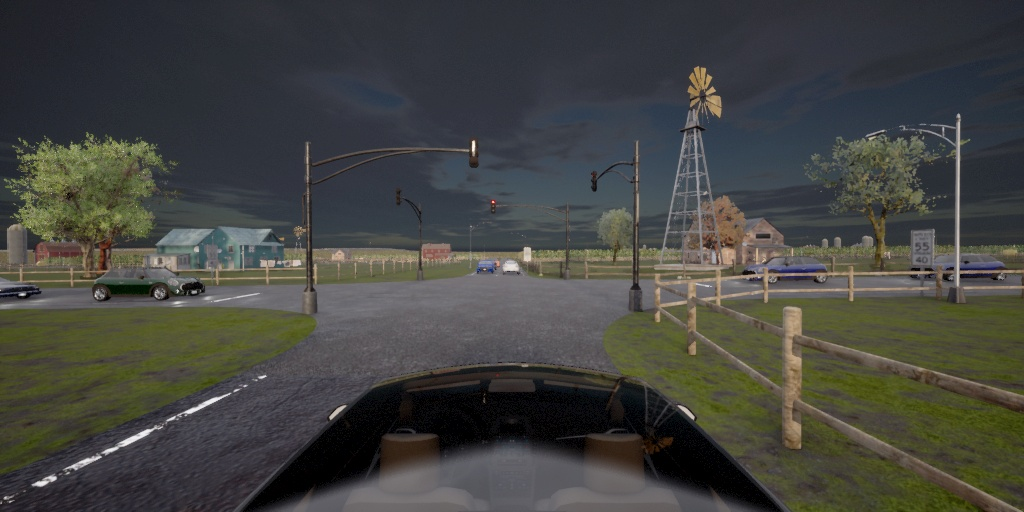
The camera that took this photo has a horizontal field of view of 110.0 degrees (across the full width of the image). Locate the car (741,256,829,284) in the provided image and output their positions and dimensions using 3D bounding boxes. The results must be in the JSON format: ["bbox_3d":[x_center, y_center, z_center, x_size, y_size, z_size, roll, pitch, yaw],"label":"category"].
[{"bbox_3d":[17.322,0.809,22.952,4.553,1.767,2.097,-1,1,0],"label":"car"}]

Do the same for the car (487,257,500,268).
[{"bbox_3d":[-3.161,1.099,61.896,2.097,1.767,4.553,0,0,0],"label":"car"}]

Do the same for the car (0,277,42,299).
[{"bbox_3d":[-28.693,1.697,19.043,5.357,1.411,2.033,-1,1,0],"label":"car"}]

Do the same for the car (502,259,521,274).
[{"bbox_3d":[-0.096,1.270,41.554,1.812,1.442,4.674,0,0,-1],"label":"car"}]

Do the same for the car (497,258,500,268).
[{"bbox_3d":[-3.115,1.293,51.862,2.033,1.411,5.357,0,0,-1],"label":"car"}]

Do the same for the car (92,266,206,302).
[{"bbox_3d":[-19.175,1.372,19.086,4.553,1.767,2.097,-1,1,0],"label":"car"}]

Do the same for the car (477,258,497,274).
[{"bbox_3d":[-3.045,1.223,41.958,1.882,1.535,5.008,0,0,-1],"label":"car"}]

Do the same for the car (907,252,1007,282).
[{"bbox_3d":[28.374,0.664,22.999,4.553,1.767,2.097,-1,1,0],"label":"car"}]
